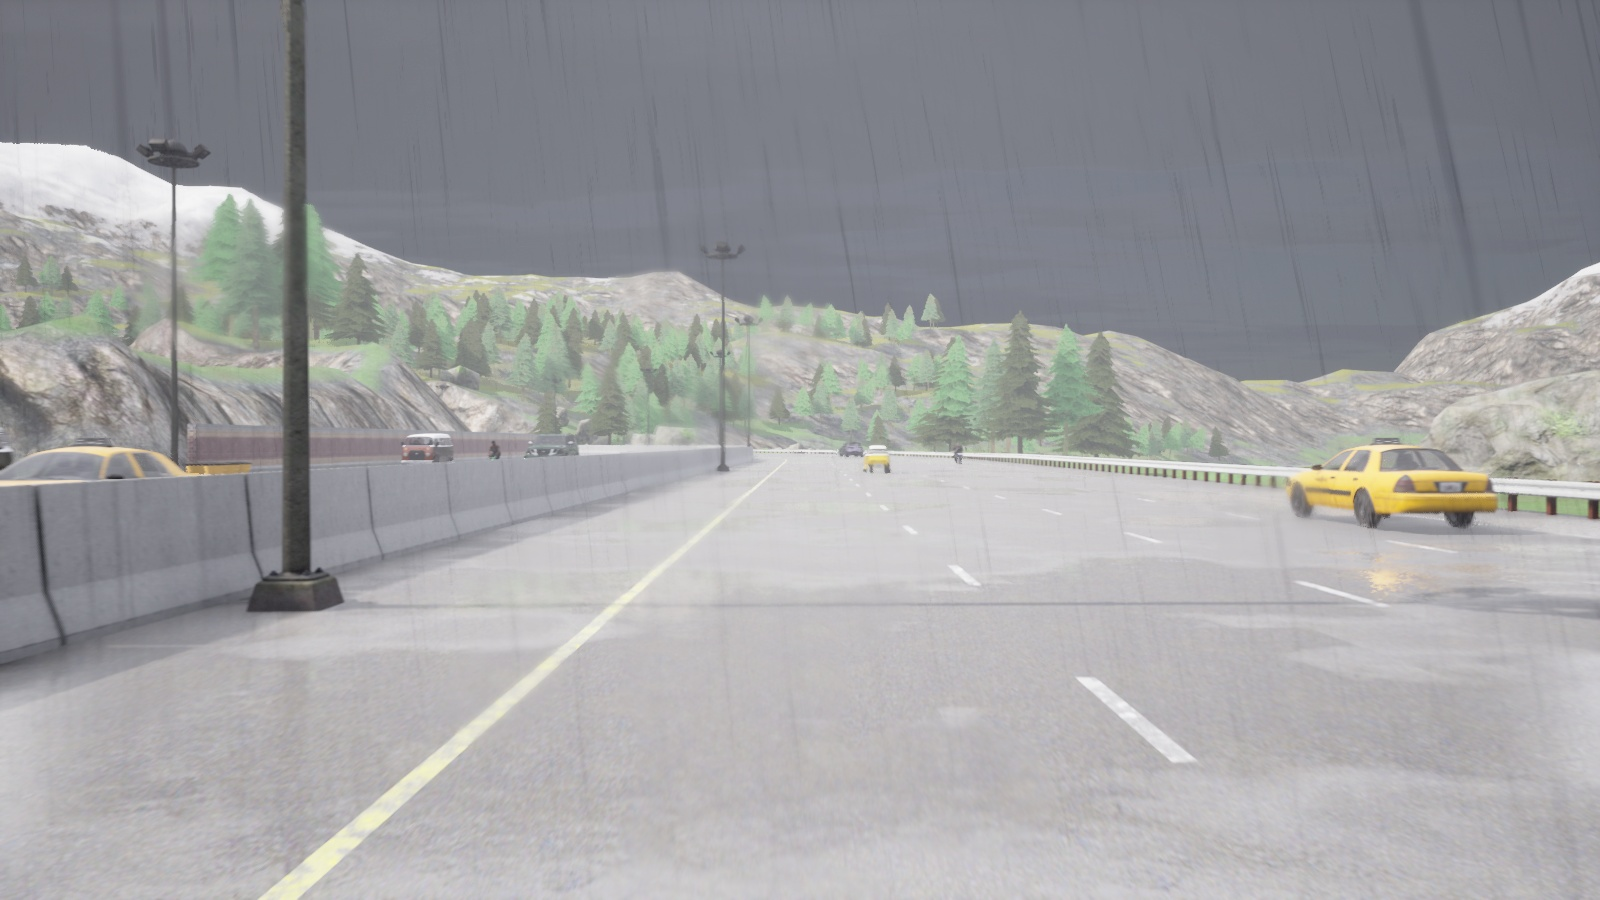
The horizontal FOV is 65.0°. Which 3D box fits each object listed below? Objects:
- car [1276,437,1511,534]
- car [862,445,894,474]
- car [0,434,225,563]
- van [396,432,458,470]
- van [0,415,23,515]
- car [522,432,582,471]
[{"bbox_3d":[10.648,0.564,23.066,1.801,1.575,5.366,0,0,0],"label":"car"},{"bbox_3d":[3.876,0.451,62.655,1.481,1.376,2.207,0,1,0],"label":"car"},{"bbox_3d":[-10.381,0.576,17.997,1.801,1.575,5.366,0,0,0],"label":"car"},{"bbox_3d":[-20.585,0.062,69.460,2.069,2.038,4.480,0,0,0],"label":"van"},{"bbox_3d":[-17.346,0.320,24.096,2.069,2.038,4.480,0,0,0],"label":"van"},{"bbox_3d":[-13.587,0.067,69.080,2.150,2.045,5.566,0,0,0],"label":"car"}]
